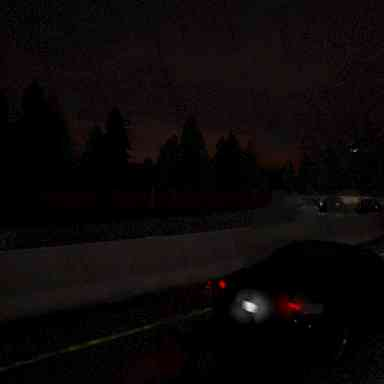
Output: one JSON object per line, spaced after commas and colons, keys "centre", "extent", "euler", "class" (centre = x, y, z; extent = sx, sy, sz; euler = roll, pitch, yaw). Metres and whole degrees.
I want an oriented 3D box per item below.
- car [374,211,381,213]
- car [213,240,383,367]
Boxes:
{"centre": [18.261, 1.437, 34.237], "extent": [1.882, 1.535, 5.008], "euler": [0, 0, 32], "class": "car"}
{"centre": [2.373, 1.560, 5.869], "extent": [4.181, 1.385, 1.994], "euler": [0, 0, -39], "class": "car"}
